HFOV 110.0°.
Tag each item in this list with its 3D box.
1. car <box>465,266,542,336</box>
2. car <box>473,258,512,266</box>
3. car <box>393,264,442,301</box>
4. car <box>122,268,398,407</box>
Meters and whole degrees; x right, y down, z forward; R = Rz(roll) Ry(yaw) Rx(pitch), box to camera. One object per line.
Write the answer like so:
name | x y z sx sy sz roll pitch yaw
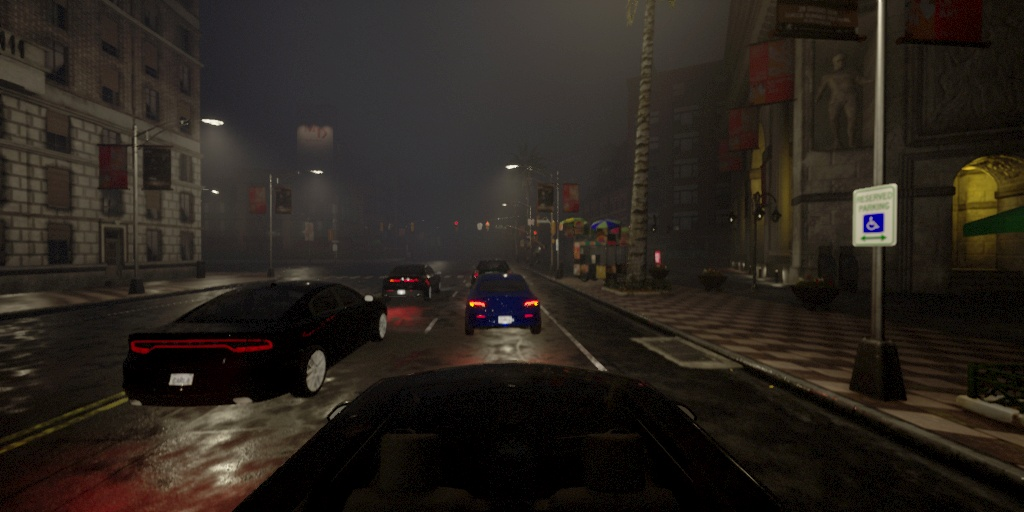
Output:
car | -0.324 1.176 9.998 1.812 1.442 4.674 0 1 -4
car | -1.021 0.895 18.892 2.097 1.767 4.553 0 1 -4
car | -4.304 1.082 15.876 1.837 1.490 4.892 0 1 -4
car | -3.738 1.169 6.397 1.882 1.535 5.008 0 1 -3
